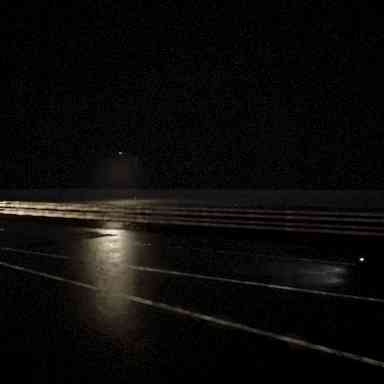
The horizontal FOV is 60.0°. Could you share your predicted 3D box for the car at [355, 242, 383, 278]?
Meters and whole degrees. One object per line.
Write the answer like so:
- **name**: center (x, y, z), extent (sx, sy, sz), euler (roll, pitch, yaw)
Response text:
- **car**: center (6.648, 1.517, 7.466), extent (5.357, 1.411, 2.033), euler (0, 0, 27)
